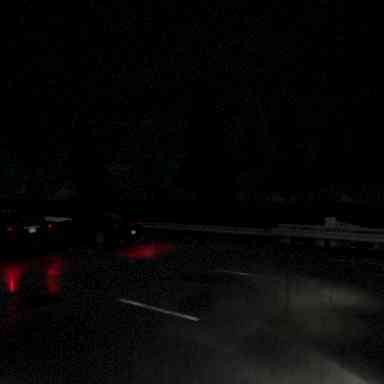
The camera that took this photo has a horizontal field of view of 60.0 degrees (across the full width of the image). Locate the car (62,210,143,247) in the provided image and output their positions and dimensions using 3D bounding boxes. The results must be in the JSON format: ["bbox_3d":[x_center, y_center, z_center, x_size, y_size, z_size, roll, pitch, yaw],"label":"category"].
[{"bbox_3d":[-4.547,1.619,15.832,5.008,1.535,1.882,-1,0,35],"label":"car"}]

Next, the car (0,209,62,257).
[{"bbox_3d":[-7.776,1.510,13.836,4.553,1.767,2.097,-1,0,35],"label":"car"}]
